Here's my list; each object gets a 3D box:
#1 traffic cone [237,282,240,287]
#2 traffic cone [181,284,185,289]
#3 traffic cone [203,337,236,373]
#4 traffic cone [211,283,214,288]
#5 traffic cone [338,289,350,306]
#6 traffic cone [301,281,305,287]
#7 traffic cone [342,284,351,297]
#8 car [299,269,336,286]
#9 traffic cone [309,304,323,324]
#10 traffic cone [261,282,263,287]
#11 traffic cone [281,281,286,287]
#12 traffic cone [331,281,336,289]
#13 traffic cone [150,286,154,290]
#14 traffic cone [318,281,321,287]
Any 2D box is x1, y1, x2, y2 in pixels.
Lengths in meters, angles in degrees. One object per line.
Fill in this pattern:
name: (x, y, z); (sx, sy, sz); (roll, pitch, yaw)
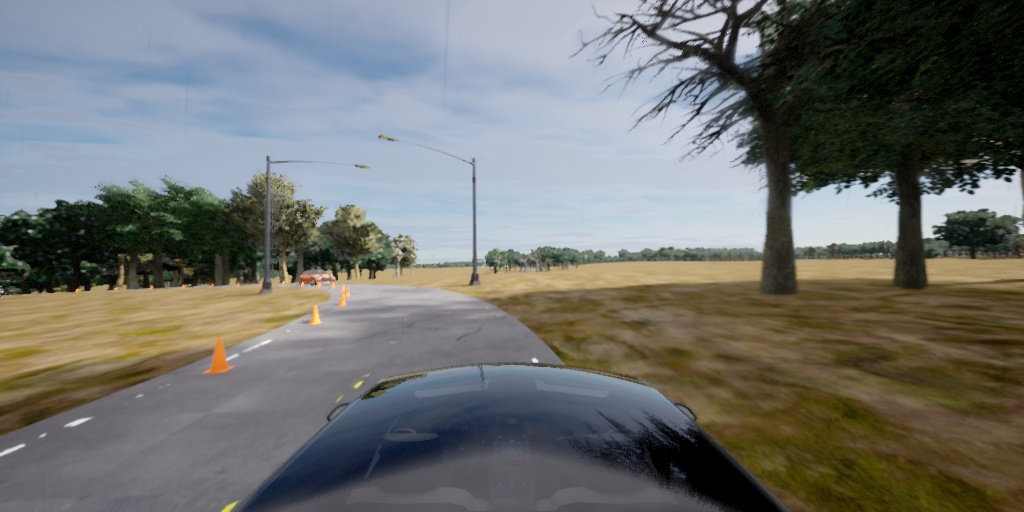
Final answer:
traffic cone: (-32.351, 3.378, 42.411); (0.340, 0.580, 0.340); (0, 0, 23)
traffic cone: (-41.350, 3.795, 45.171); (0.340, 0.580, 0.340); (0, 0, 11)
traffic cone: (-5.245, 1.756, 6.438); (0.340, 0.580, 0.340); (0, 0, -7)
traffic cone: (-36.778, 3.586, 44.026); (0.340, 0.580, 0.340); (0, 0, 17)
traffic cone: (-7.373, 1.861, 15.617); (0.340, 0.580, 0.340); (0, 0, -19)
traffic cone: (-20.411, 2.700, 34.943); (0.340, 0.580, 0.340); (0, 0, 41)
traffic cone: (-9.142, 1.966, 19.989); (0.340, 0.580, 0.340); (0, 0, -25)
car: (-20.467, 2.230, 37.733); (4.553, 1.767, 2.097); (-4, -3, 38)
traffic cone: (-6.069, 1.790, 11.084); (0.340, 0.580, 0.340); (0, 0, -13)
traffic cone: (-28.118, 3.164, 40.342); (0.340, 0.580, 0.340); (0, 0, 29)
traffic cone: (-24.124, 2.937, 37.844); (0.340, 0.580, 0.340); (0, 0, 35)
traffic cone: (-13.993, 2.275, 28.059); (0.340, 0.580, 0.340); (0, 0, -37)
traffic cone: (-46.017, 4.003, 45.833); (0.340, 0.580, 0.340); (0, 0, 5)
traffic cone: (-17.022, 2.474, 31.670); (0.340, 0.580, 0.340); (0, 0, -43)
